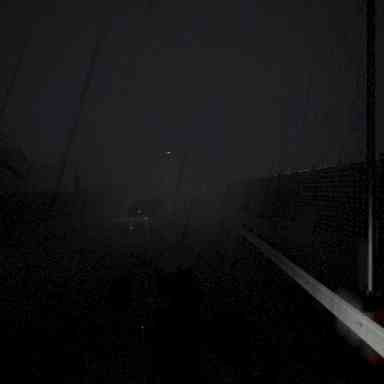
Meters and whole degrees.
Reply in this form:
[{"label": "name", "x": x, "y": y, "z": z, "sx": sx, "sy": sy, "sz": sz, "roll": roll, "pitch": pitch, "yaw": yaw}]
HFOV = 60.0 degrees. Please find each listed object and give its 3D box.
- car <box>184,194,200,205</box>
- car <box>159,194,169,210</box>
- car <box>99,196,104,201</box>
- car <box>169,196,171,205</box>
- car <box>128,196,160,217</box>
[{"label": "car", "x": -0.002, "y": 1.108, "z": 47.849, "sx": 1.837, "sy": 1.490, "sz": 4.892, "roll": 0, "pitch": 1, "yaw": 0}, {"label": "car", "x": -4.094, "y": 1.161, "z": 38.019, "sx": 1.882, "sy": 1.535, "sz": 5.008, "roll": 0, "pitch": 0, "yaw": 0}, {"label": "car", "x": -14.565, "y": 0.776, "z": 47.984, "sx": 3.633, "sy": 1.501, "sz": 1.845, "roll": 0, "pitch": 0, "yaw": -3}, {"label": "car", "x": -4.057, "y": 1.076, "z": 48.281, "sx": 1.882, "sy": 1.535, "sz": 5.008, "roll": 0, "pitch": 0, "yaw": 0}, {"label": "car", "x": -4.100, "y": 1.331, "z": 27.948, "sx": 1.994, "sy": 1.385, "sz": 4.181, "roll": 0, "pitch": 0, "yaw": 0}]
